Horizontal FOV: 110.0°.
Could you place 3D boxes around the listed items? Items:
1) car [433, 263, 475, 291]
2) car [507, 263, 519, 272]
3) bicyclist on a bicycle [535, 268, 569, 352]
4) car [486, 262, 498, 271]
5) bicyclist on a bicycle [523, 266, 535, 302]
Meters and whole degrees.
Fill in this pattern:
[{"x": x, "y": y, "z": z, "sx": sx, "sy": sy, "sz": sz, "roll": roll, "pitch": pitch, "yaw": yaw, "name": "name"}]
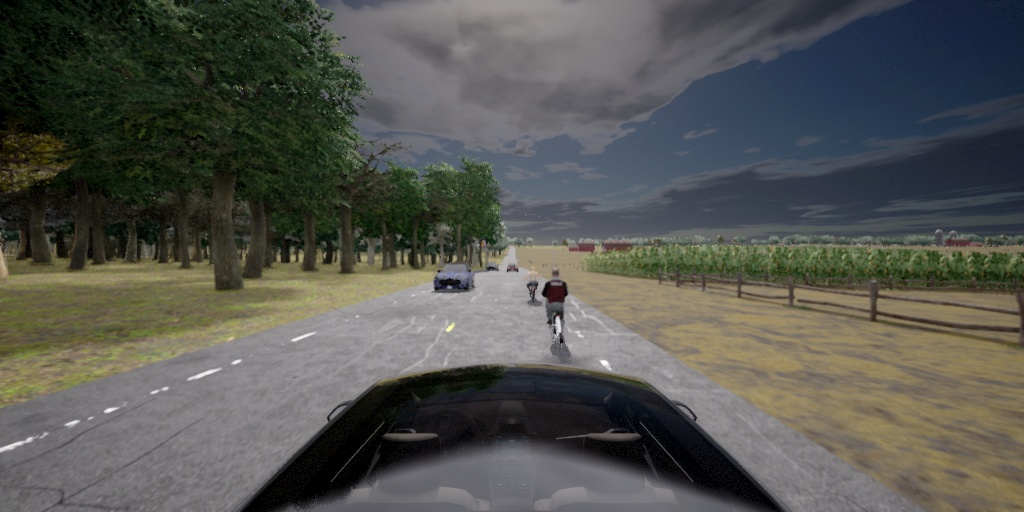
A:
[{"x": -3.595, "y": 1.233, "z": 22.934, "sx": 2.097, "sy": 1.767, "sz": 4.553, "roll": 0, "pitch": 0, "yaw": 0, "name": "car"}, {"x": 0.101, "y": 1.936, "z": 58.234, "sx": 1.895, "sy": 1.301, "sz": 4.718, "roll": 0, "pitch": -1, "yaw": 0, "name": "car"}, {"x": 0.963, "y": 1.151, "z": 8.127, "sx": 0.659, "sy": 1.776, "sz": 1.843, "roll": 0, "pitch": 0, "yaw": 0, "name": "bicyclist on a bicycle"}, {"x": -3.541, "y": 1.794, "z": 64.011, "sx": 2.097, "sy": 1.767, "sz": 4.553, "roll": 0, "pitch": -1, "yaw": 1, "name": "car"}, {"x": 0.965, "y": 1.271, "z": 16.554, "sx": 0.866, "sy": 1.612, "sz": 1.509, "roll": 0, "pitch": -1, "yaw": 0, "name": "bicyclist on a bicycle"}]
